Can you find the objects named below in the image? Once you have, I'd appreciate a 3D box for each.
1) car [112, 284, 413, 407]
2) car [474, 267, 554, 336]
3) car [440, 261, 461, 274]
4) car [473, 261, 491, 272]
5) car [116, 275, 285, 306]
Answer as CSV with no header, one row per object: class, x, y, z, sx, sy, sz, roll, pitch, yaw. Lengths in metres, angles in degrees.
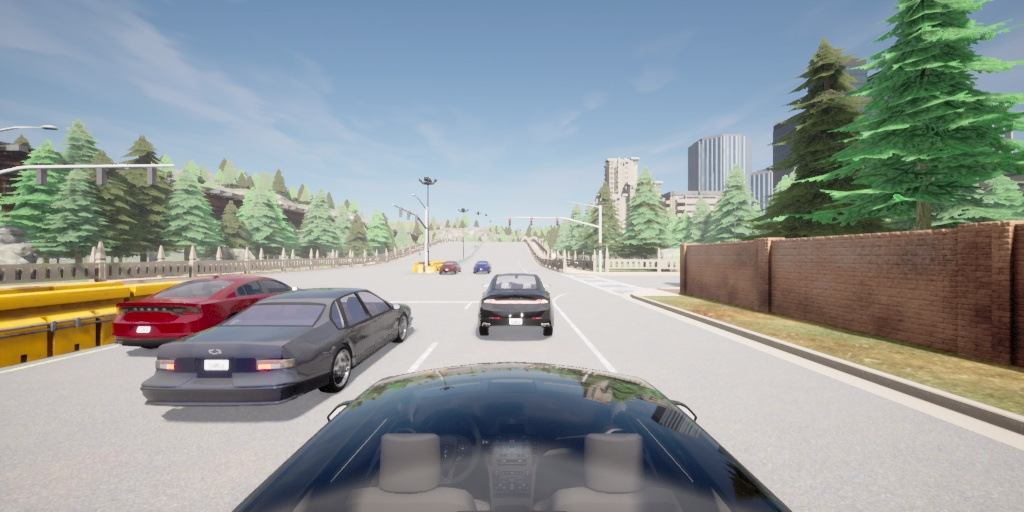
car,-3.400,1.297,6.630,2.033,1.411,5.357,0,0,0
car,0.127,1.241,10.377,2.128,1.511,4.902,0,0,1
car,-6.905,1.275,40.403,1.812,1.442,4.674,0,0,0
car,-3.409,1.275,41.920,1.812,1.442,4.674,0,0,0
car,-6.901,1.228,9.192,1.882,1.535,5.008,0,0,0
